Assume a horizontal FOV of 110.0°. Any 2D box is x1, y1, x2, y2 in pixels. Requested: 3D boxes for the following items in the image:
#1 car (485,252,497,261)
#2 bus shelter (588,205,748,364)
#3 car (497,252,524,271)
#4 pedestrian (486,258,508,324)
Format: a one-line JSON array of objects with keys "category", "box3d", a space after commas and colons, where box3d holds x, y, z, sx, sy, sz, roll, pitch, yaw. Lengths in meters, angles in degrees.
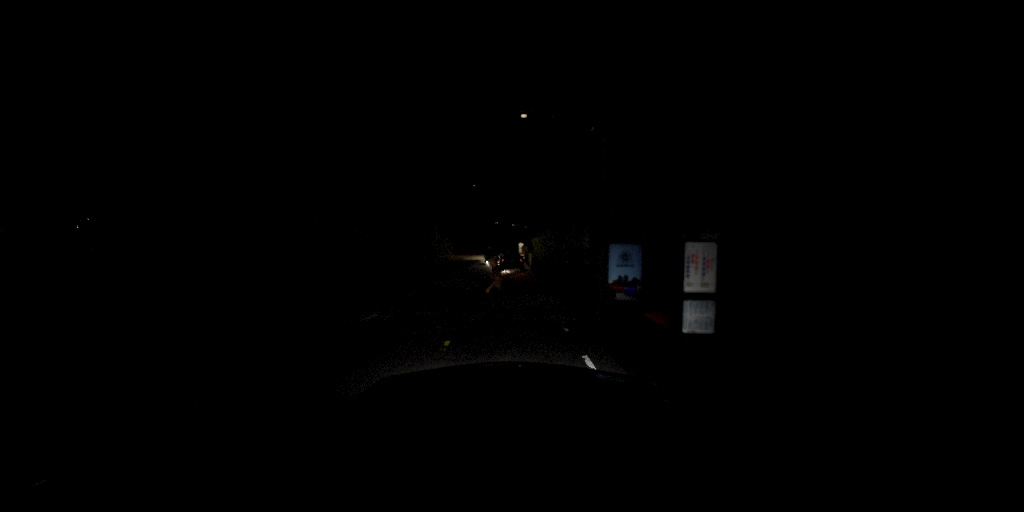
[{"category": "car", "box3d": [-2.919, 0.099, 53.273, 1.994, 1.385, 4.181, 0, 1, 0]}, {"category": "bus shelter", "box3d": [3.108, 0.476, 8.202, 1.920, 2.740, 3.880, 0, 0, 0]}, {"category": "car", "box3d": [0.002, 0.378, 32.674, 2.097, 1.767, 4.553, 0, 1, 0]}, {"category": "pedestrian", "box3d": [-0.406, 0.866, 9.524, 0.375, 1.860, 0.375, -1, 2, -10]}]
